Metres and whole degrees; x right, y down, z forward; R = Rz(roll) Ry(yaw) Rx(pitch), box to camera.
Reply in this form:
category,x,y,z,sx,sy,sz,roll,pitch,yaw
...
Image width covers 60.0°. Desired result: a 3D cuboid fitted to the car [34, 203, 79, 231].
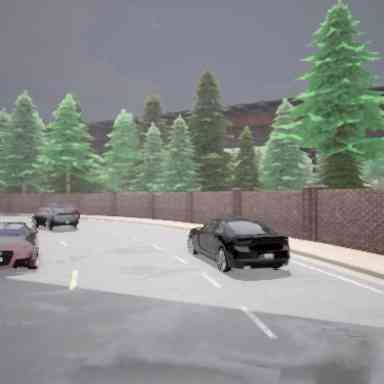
category,x,y,z,sx,sy,sz,roll,pitch,yaw
car,-9.516,1.764,22.989,2.128,1.511,4.902,1,-1,-42

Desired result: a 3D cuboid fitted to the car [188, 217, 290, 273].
category,x,y,z,sx,sy,sz,roll,pitch,yaw
car,1.334,1.601,11.354,1.882,1.535,5.008,0,-1,-17

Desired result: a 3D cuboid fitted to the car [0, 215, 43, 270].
category,x,y,z,sx,sy,sz,roll,pitch,yaw
car,-6.137,1.697,10.987,1.994,1.385,4.181,0,-1,-23
